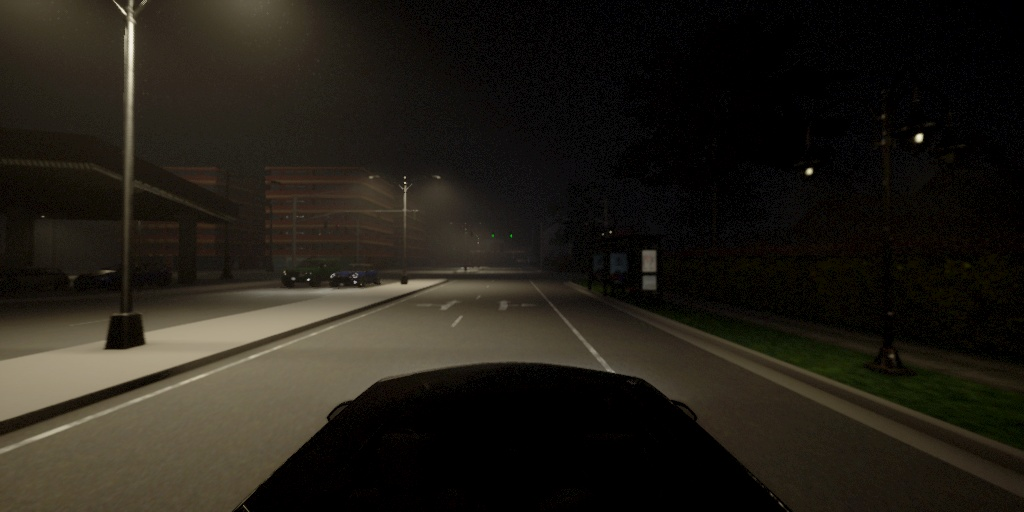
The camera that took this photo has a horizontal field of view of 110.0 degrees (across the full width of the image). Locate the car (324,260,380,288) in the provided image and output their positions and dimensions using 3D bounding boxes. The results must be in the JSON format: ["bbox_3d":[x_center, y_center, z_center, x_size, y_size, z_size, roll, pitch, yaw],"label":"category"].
[{"bbox_3d":[-11.536,1.371,26.559,2.097,1.767,4.553,0,-1,0],"label":"car"}]

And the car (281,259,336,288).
[{"bbox_3d":[-15.031,1.255,27.431,2.150,2.045,5.566,0,-1,0],"label":"car"}]
